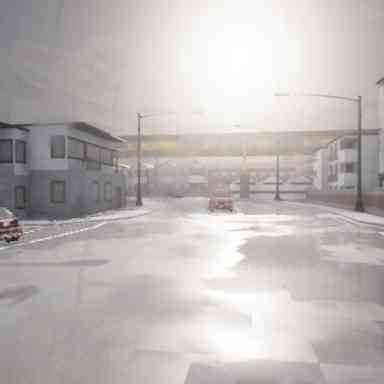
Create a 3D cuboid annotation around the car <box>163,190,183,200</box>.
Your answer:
[{"bbox_3d":[-3.252,0.500,57.110,1.837,1.490,4.892,2,0,-31],"label":"car"}]

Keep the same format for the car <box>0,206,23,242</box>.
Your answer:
[{"bbox_3d":[-9.738,1.316,14.176,4.553,1.767,2.097,0,-1,10],"label":"car"}]

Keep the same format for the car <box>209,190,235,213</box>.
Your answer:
[{"bbox_3d":[2.867,0.842,32.209,2.150,2.045,5.566,1,2,5],"label":"car"}]
